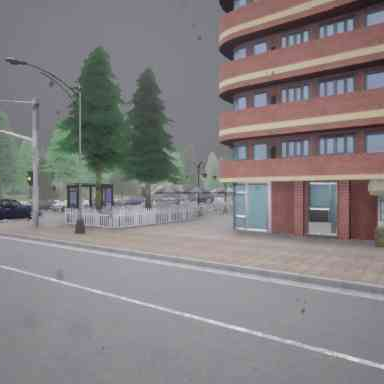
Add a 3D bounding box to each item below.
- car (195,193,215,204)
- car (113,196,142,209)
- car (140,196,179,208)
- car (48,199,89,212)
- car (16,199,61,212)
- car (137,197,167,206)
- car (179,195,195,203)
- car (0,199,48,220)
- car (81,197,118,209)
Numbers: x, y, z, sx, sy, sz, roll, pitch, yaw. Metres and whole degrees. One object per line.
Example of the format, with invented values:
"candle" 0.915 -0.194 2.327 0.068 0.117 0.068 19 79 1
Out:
"car" 1.543 1.166 59.692 5.566 2.045 2.150 0 0 -34
"car" -8.243 1.297 44.844 2.097 1.767 4.553 0 0 38
"car" -4.256 1.545 44.247 1.895 1.301 4.718 0 0 38
"car" -13.574 1.470 37.588 1.812 1.442 4.674 0 0 36
"car" -17.492 1.508 38.101 1.994 1.385 4.181 0 0 36
"car" -6.322 1.470 52.743 1.812 1.442 4.674 0 0 42
"car" -2.565 1.492 51.949 5.357 1.411 2.033 0 0 -45
"car" -13.731 1.299 24.923 2.097 1.767 4.553 0 0 35
"car" -12.467 1.470 45.076 1.812 1.442 4.674 0 0 37
